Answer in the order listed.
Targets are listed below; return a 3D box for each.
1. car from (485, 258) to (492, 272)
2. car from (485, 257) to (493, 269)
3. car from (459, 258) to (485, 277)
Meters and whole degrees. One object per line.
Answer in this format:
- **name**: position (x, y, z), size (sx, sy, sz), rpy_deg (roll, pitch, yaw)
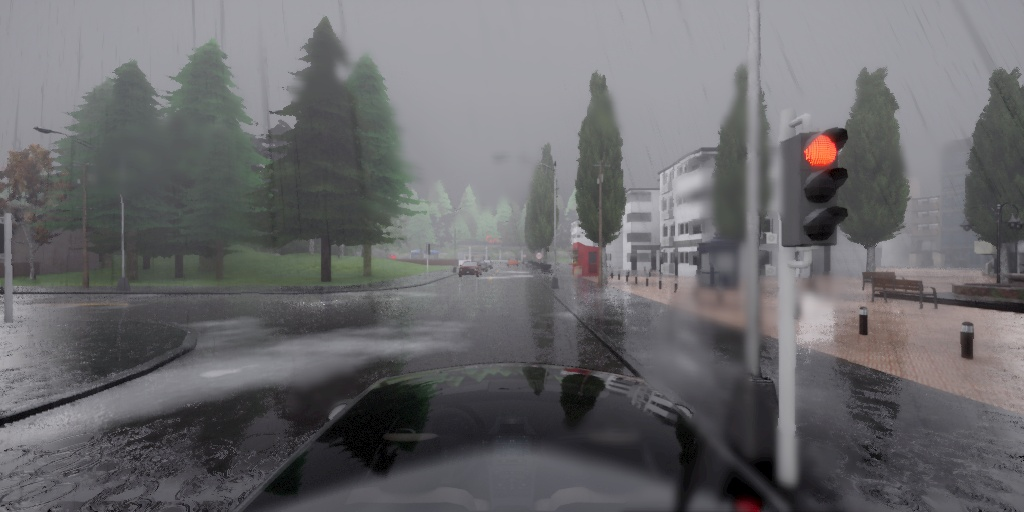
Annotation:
- **car**: position (-4.060, 1.314, 45.626), size (1.994, 1.385, 4.181), rpy_deg (0, 0, 0)
- **car**: position (-4.012, 1.276, 55.753), size (1.812, 1.442, 4.674), rpy_deg (0, 0, 0)
- **car**: position (-4.078, 1.228, 35.706), size (1.882, 1.535, 5.008), rpy_deg (0, 0, 0)
